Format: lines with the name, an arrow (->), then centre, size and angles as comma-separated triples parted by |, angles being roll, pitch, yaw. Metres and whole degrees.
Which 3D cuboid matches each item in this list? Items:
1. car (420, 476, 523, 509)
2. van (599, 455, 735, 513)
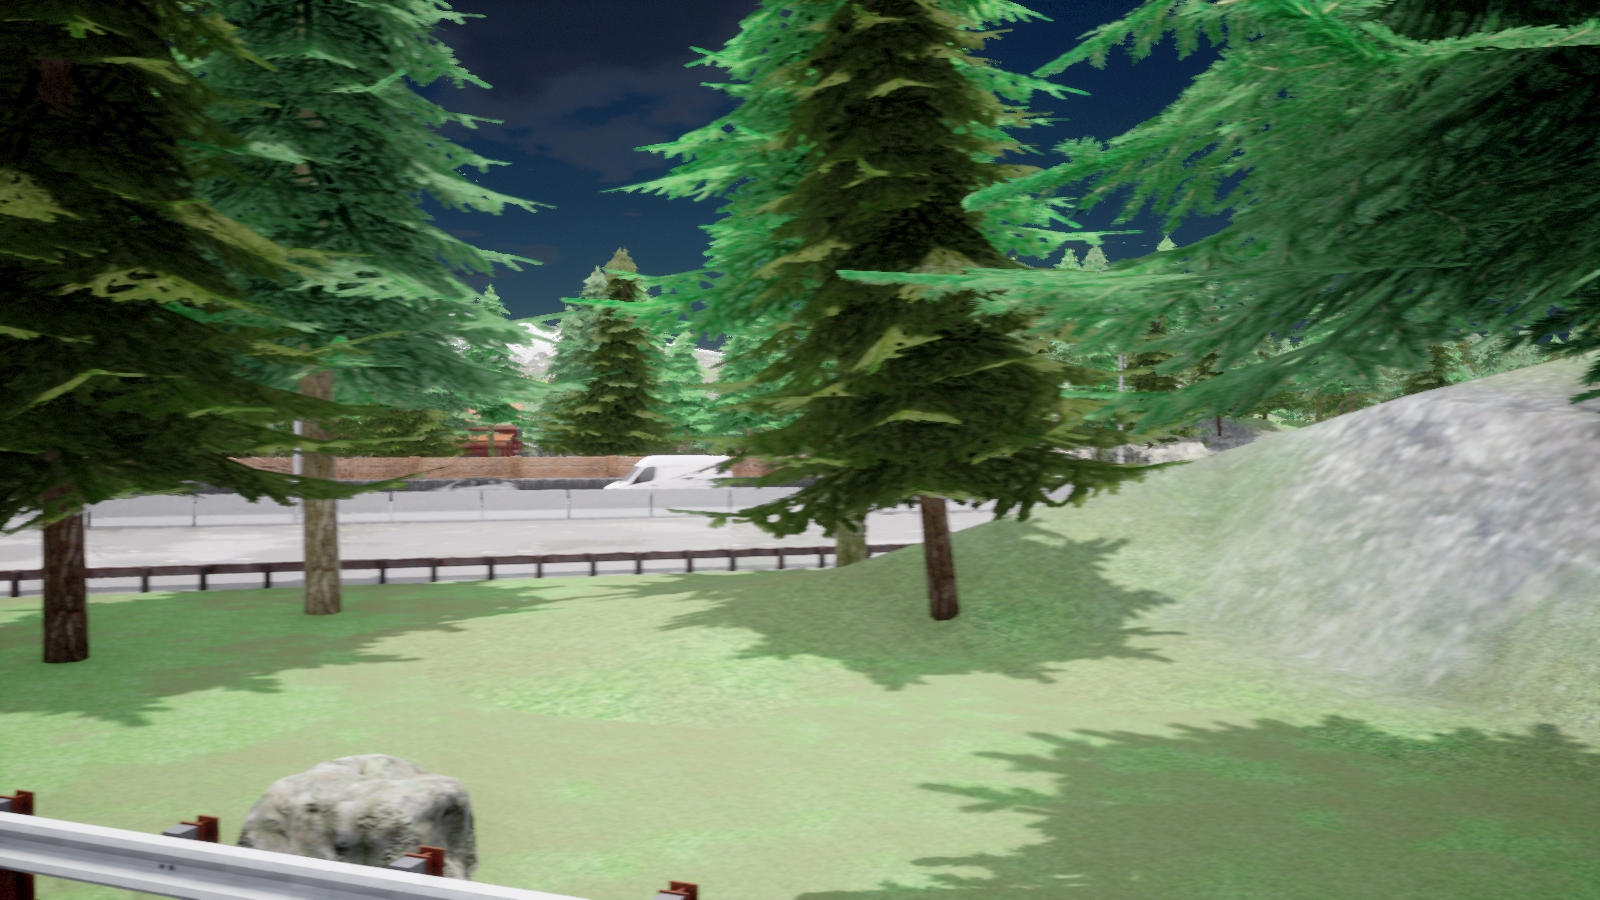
car -> -16.248, 2.054, 56.406 | 4.792, 1.488, 2.163 | 0, 0, -19
van -> -6.109, 1.526, 52.454 | 5.915, 2.561, 1.988 | 0, 0, -19
